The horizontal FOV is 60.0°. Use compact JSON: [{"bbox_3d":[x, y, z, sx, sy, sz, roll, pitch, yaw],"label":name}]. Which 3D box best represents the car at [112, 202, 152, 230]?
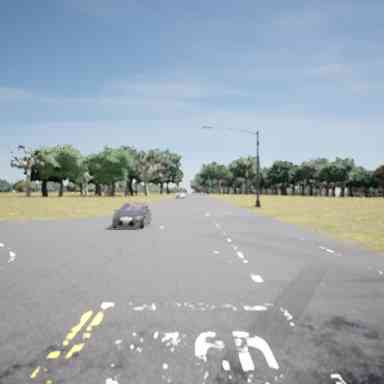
[{"bbox_3d":[-3.577,1.407,20.449,2.128,1.511,4.902,0,-1,0],"label":"car"}]

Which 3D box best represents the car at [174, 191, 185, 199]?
[{"bbox_3d":[-3.183,0.719,85.885,2.150,2.045,5.566,0,0,6],"label":"car"}]
